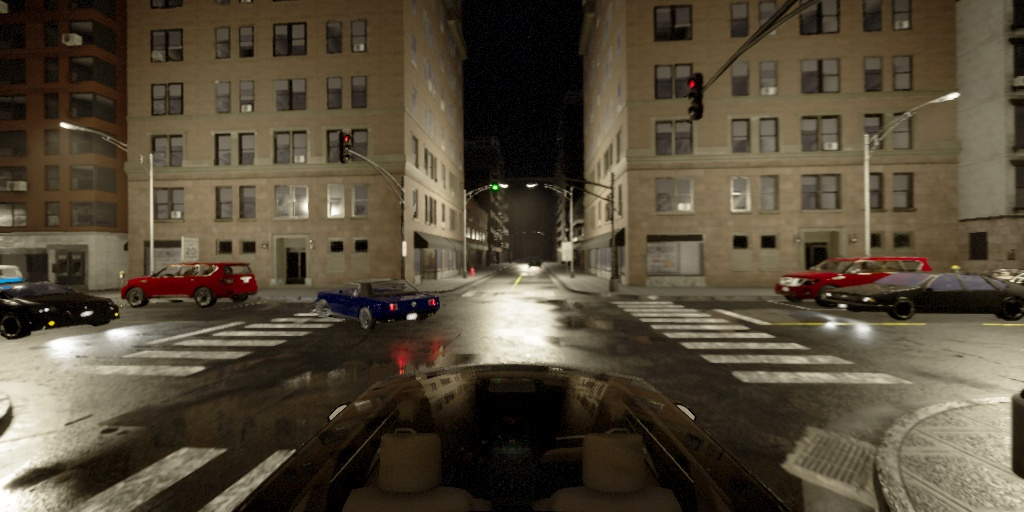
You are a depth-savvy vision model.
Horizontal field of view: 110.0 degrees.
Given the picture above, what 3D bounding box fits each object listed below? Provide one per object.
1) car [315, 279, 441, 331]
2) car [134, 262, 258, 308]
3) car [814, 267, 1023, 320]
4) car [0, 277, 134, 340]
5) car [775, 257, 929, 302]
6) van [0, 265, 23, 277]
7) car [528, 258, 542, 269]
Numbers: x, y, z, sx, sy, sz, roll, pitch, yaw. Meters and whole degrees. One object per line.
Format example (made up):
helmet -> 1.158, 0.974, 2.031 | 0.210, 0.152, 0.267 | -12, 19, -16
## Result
car -> -4.413, 1.384, 11.309 | 4.718, 1.301, 1.895 | 0, 0, 41
car -> -13.801, 1.187, 15.569 | 5.009, 1.841, 2.192 | 0, 0, 3
car -> 13.221, 1.183, 11.322 | 5.357, 1.411, 2.033 | 0, 0, 3
car -> -13.697, 1.423, 10.004 | 4.181, 1.385, 1.994 | 0, 0, 3
car -> 13.200, 0.956, 13.863 | 5.009, 1.841, 2.192 | 0, 0, 3
van -> -24.788, 1.307, 16.228 | 3.998, 1.789, 1.690 | 0, 0, 3
car -> 3.622, 1.061, 56.810 | 2.097, 1.767, 4.553 | 0, 0, 4
